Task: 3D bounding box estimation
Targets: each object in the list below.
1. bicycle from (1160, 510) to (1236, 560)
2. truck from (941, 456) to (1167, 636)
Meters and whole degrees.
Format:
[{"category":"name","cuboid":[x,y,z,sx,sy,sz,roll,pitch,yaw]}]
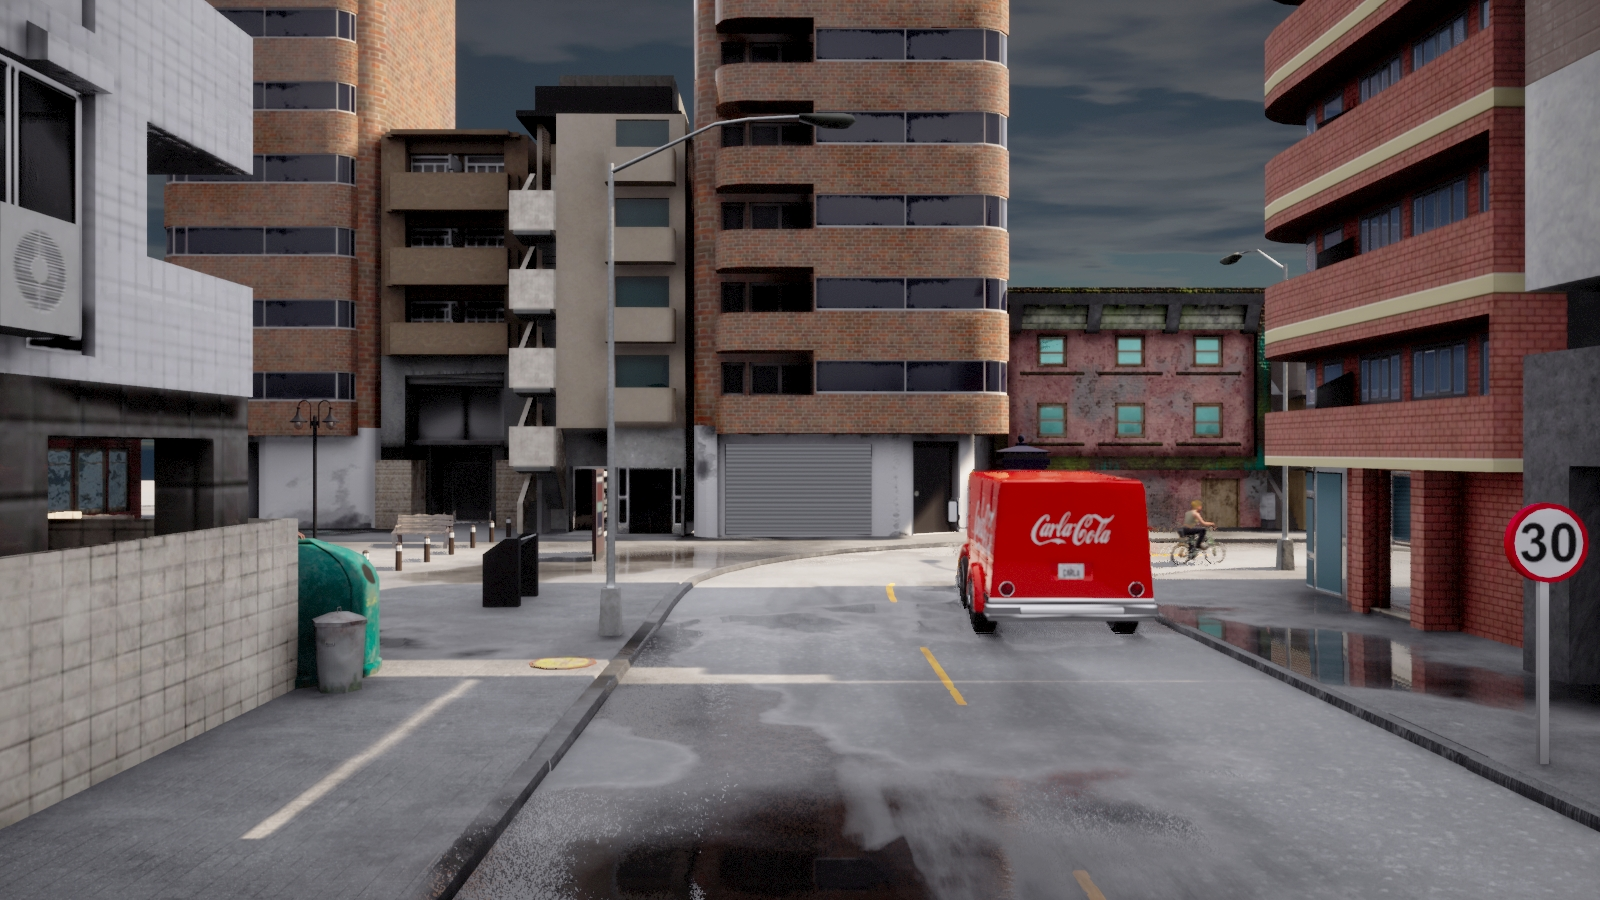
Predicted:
[{"category":"bicycle","cuboid":[9.637,2.048,27.698,1.487,1.080,0.859,0,3,-16]},{"category":"truck","cuboid":[3.903,1.365,18.733,2.627,2.467,5.204,0,1,1]}]
